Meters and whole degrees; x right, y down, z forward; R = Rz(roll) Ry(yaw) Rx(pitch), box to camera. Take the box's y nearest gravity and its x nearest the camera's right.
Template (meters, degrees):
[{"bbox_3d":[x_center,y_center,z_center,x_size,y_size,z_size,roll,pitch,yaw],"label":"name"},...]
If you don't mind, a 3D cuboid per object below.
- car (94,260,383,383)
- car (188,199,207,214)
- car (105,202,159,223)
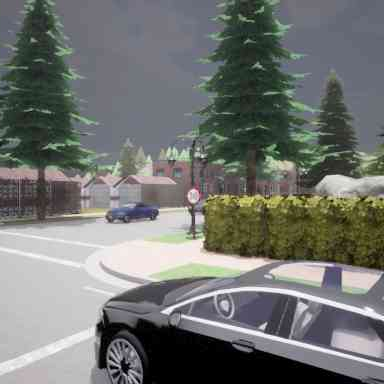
[{"bbox_3d":[0.986,1.492,3.378,4.902,1.511,2.128,0,0,38],"label":"car"},{"bbox_3d":[1.509,1.459,33.449,2.128,1.511,4.902,0,0,37],"label":"car"},{"bbox_3d":[-4.395,1.493,25.204,1.812,1.442,4.674,0,0,34],"label":"car"}]
